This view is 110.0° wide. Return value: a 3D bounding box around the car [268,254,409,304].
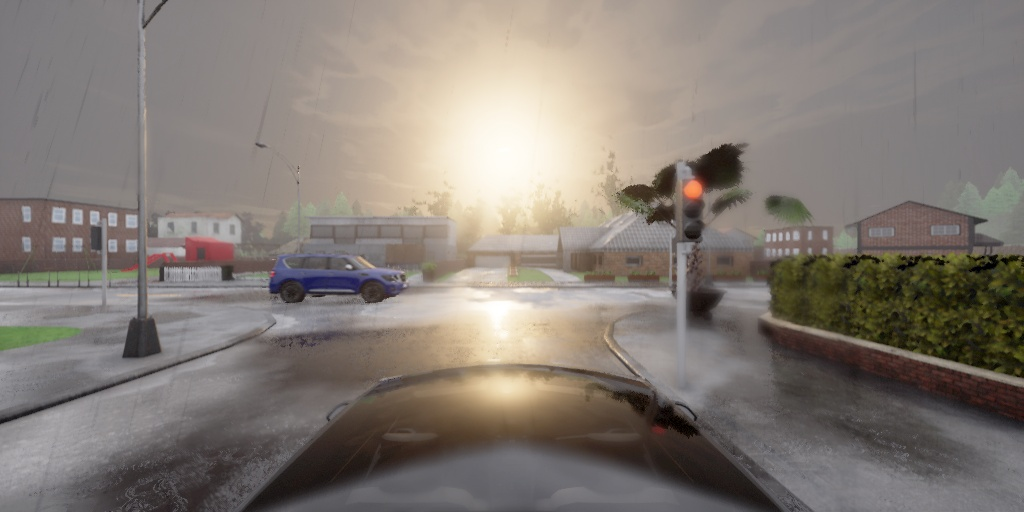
[{"bbox_3d":[-7.385,0.924,15.525,5.566,2.045,2.150,0,0,0],"label":"car"}]
